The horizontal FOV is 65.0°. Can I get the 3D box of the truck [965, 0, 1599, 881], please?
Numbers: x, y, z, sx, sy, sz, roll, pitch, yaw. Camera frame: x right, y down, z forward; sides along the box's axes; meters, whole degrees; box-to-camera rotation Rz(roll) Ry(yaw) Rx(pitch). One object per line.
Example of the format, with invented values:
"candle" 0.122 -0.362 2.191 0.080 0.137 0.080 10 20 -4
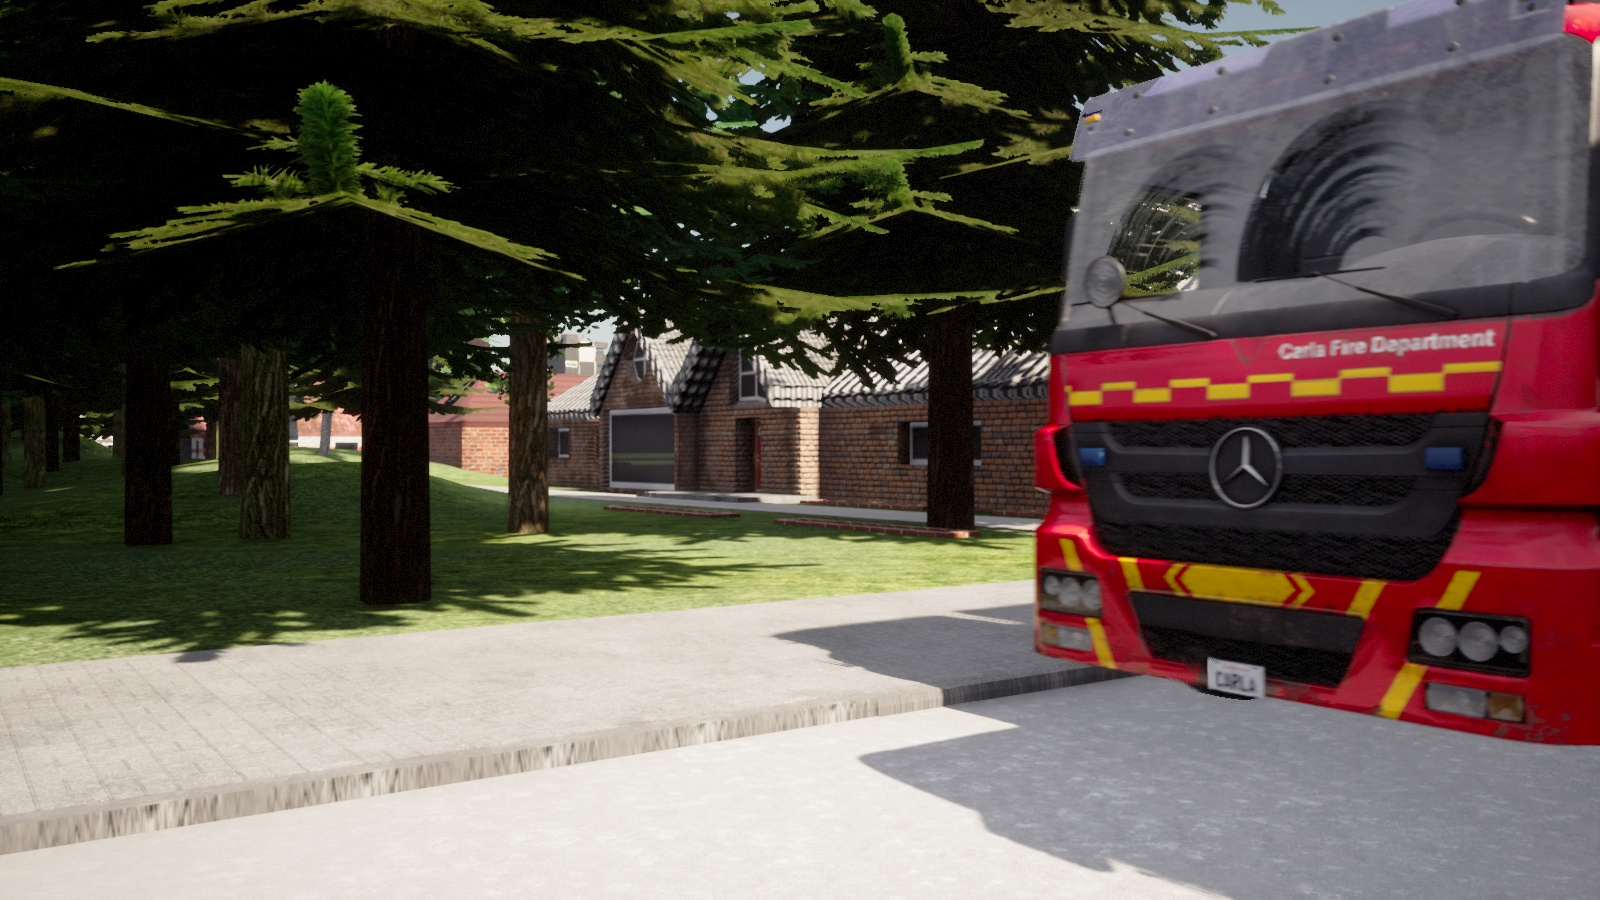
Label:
"truck" 5.183 -0.450 7.931 8.468 3.827 2.891 0 0 -35
